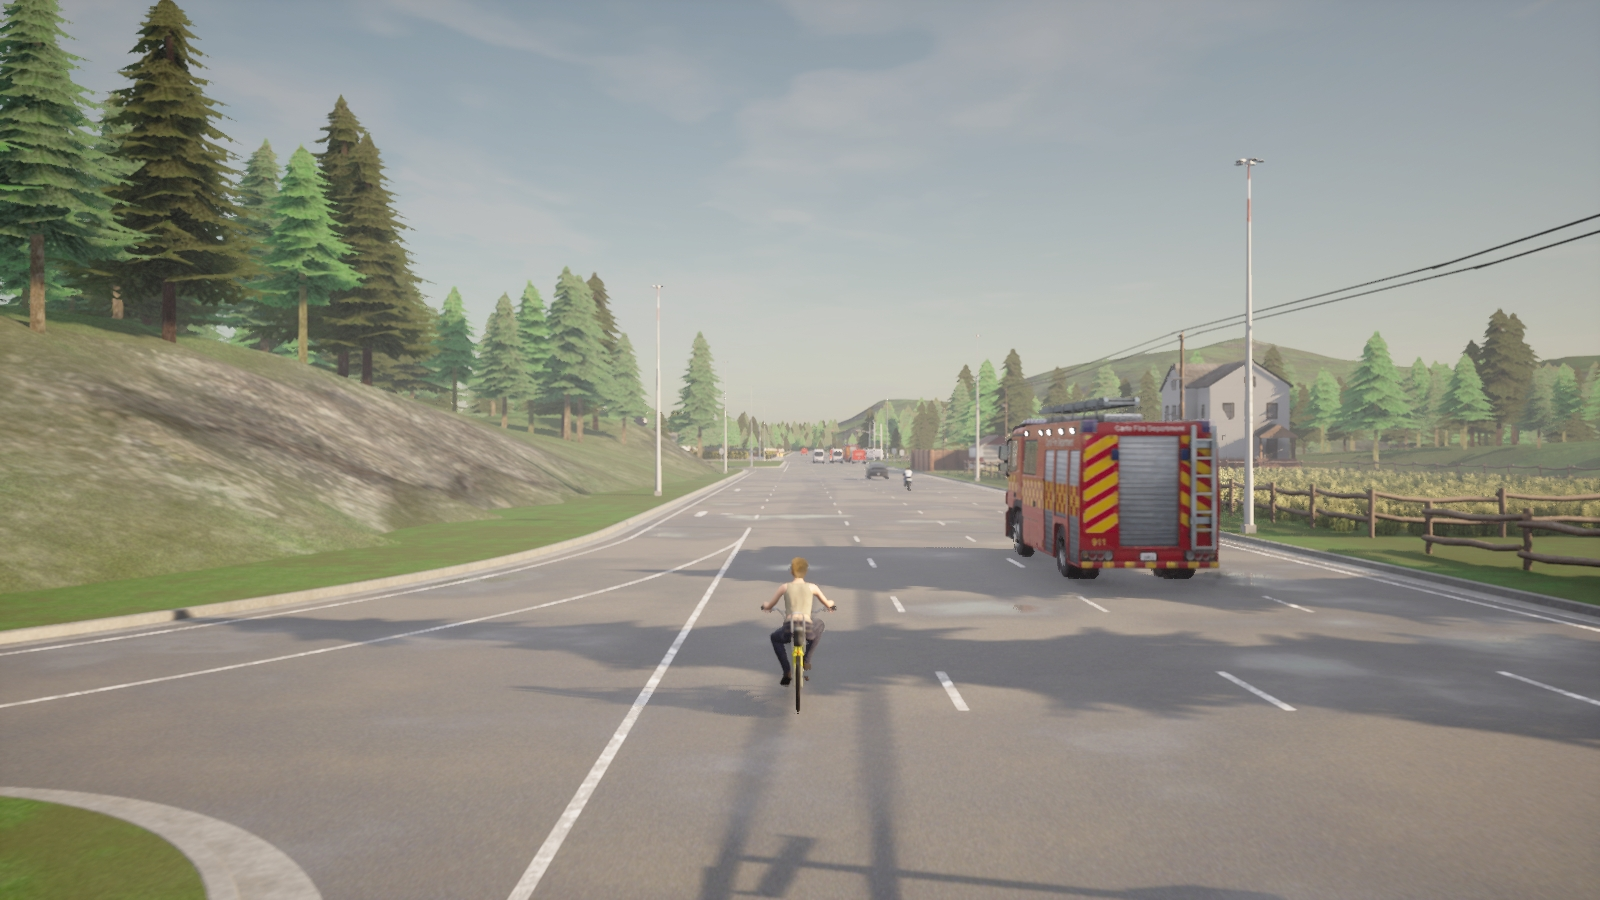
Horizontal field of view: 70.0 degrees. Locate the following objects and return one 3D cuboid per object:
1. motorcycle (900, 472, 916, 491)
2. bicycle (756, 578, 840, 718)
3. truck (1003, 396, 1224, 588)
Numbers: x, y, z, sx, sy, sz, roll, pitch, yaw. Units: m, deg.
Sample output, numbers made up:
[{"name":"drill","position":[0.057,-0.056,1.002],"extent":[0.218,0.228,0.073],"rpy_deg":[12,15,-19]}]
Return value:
[{"name":"motorcycle","position":[6.992,2.044,74.028],"extent":[0.803,1.199,2.033],"rpy_deg":[0,0,0]},{"name":"bicycle","position":[-0.016,2.131,12.554],"extent":[0.859,1.276,1.487],"rpy_deg":[0,0,0]},{"name":"truck","position":[7.002,0.837,26.994],"extent":[2.891,3.827,8.468],"rpy_deg":[0,0,0]}]
